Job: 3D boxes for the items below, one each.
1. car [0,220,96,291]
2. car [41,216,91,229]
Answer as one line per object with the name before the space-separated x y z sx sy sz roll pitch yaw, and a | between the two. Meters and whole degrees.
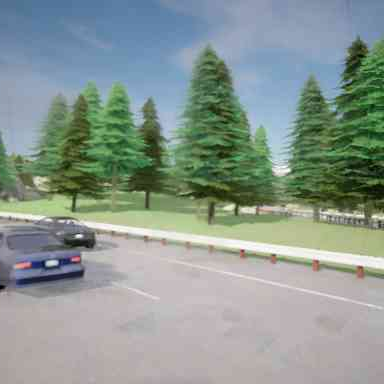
car | -5.007 1.668 9.378 5.357 1.411 2.033 0 -2 44
car | -6.196 1.812 15.317 4.181 1.385 1.994 0 -2 43
